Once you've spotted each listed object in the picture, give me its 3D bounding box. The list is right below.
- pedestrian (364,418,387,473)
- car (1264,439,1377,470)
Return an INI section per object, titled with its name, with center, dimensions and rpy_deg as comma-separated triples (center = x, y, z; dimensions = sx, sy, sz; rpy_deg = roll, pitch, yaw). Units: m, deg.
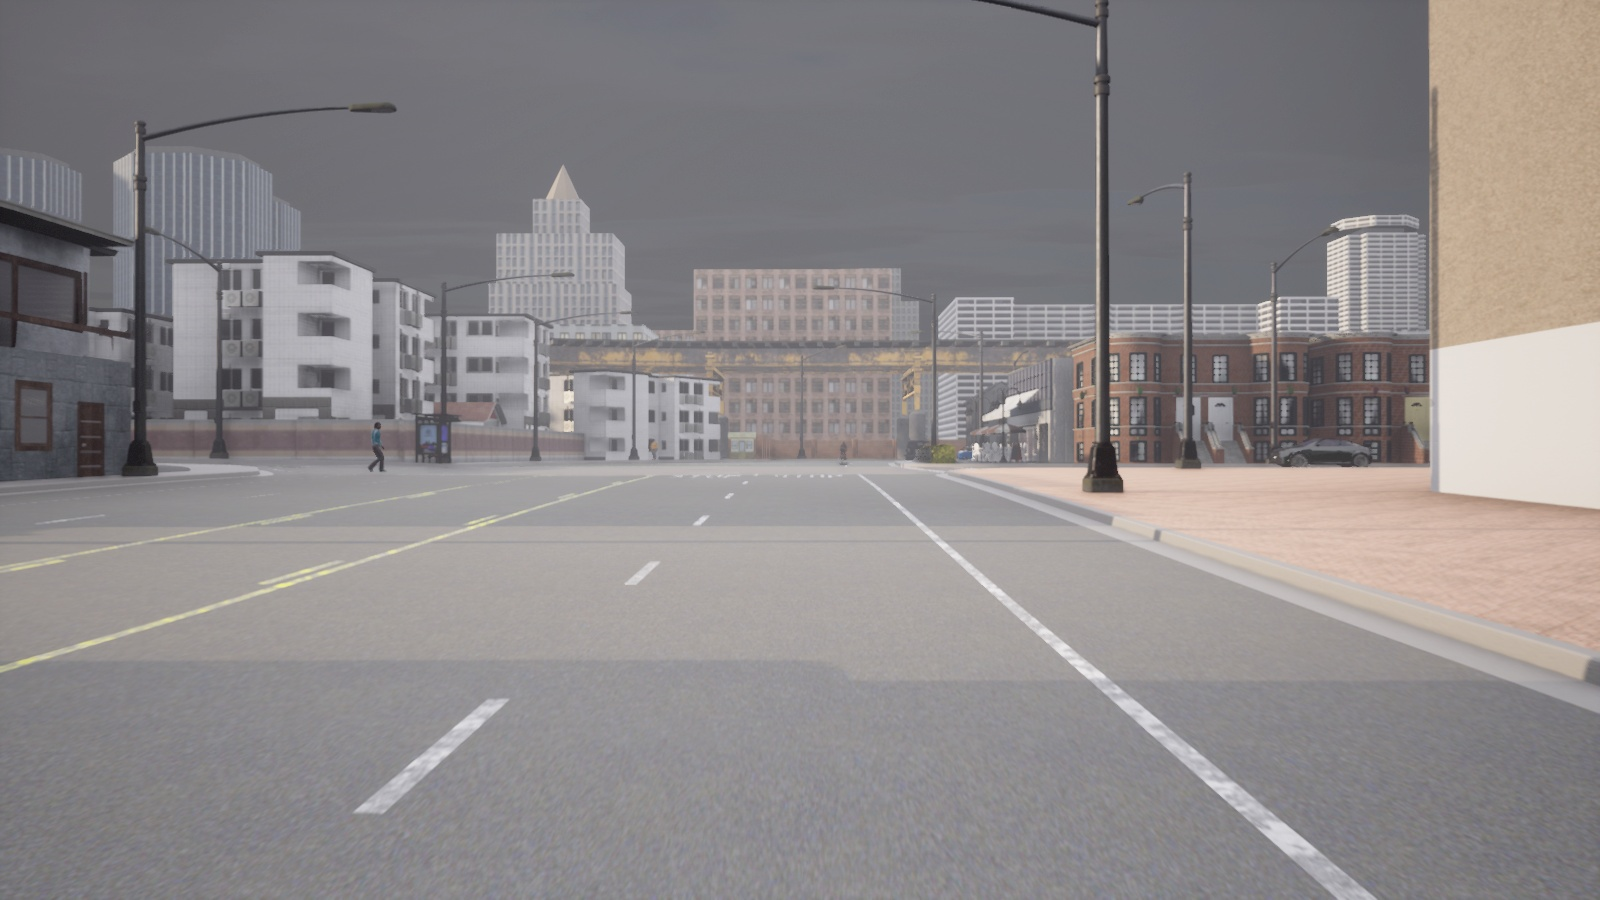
[pedestrian]
center = -14.922, -0.152, 44.127
dimensions = 0.692, 1.930, 0.396
rpy_deg = 0, 0, -3
[car]
center = 23.021, 0.200, 55.680
dimensions = 4.181, 1.385, 1.994
rpy_deg = 0, 0, 2
